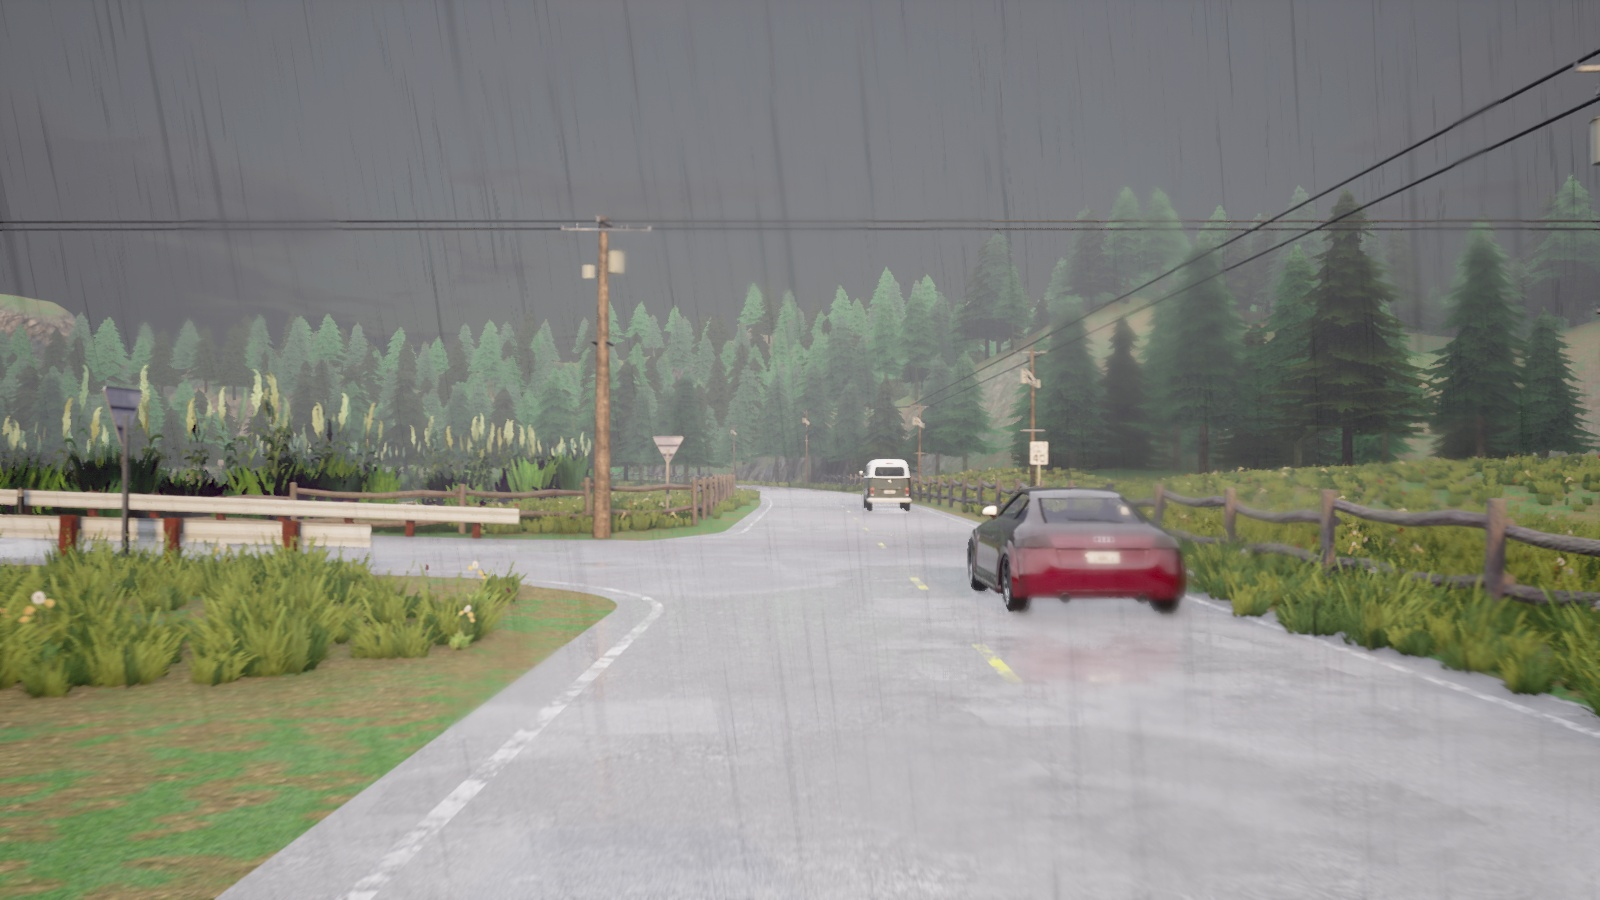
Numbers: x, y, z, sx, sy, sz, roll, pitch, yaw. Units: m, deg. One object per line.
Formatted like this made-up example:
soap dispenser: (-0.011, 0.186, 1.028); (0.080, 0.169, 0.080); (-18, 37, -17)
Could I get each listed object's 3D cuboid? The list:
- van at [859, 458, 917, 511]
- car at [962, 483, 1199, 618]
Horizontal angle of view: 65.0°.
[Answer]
van: (3.518, 1.379, 51.114); (2.069, 2.038, 4.480); (0, -1, 0)
car: (3.259, 1.125, 15.488); (1.994, 1.385, 4.181); (0, -1, 0)
